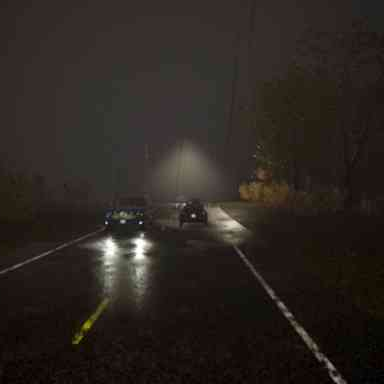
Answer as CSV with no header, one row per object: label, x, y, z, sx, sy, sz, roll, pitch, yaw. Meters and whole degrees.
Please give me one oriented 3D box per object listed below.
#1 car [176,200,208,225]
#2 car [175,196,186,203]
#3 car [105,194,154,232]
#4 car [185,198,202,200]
car,0.113,1.507,23.590,1.994,1.385,4.181,0,0,0
car,-1.950,1.386,61.928,2.033,1.411,5.357,0,0,5
car,-3.594,1.173,20.085,2.150,2.045,5.566,0,0,0
car,0.521,1.422,42.022,1.812,1.442,4.674,0,0,2
